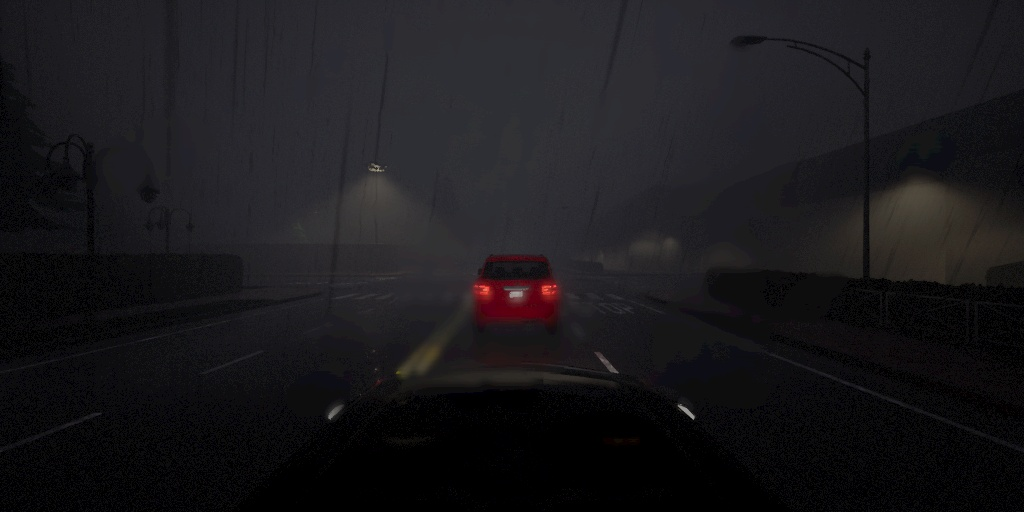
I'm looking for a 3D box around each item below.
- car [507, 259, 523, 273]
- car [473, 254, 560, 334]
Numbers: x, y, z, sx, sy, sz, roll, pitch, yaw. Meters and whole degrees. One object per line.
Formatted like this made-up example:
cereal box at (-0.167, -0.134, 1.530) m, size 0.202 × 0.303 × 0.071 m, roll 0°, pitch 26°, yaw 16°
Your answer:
car at (0.353, 1.228, 45.627) m, size 1.882 × 1.535 × 5.008 m, roll 0°, pitch 0°, yaw 1°
car at (0.121, 0.971, 10.812) m, size 2.150 × 2.045 × 5.566 m, roll 0°, pitch 0°, yaw 0°
